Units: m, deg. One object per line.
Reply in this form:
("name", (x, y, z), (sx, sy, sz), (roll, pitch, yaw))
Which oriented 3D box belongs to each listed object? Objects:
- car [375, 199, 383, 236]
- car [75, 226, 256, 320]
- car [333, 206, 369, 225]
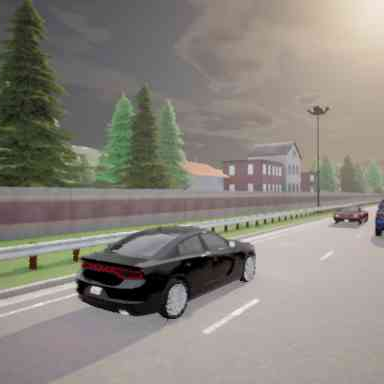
("car", (11.663, 1.342, 18.585), (2.150, 2.045, 5.566), (0, 0, 35))
("car", (-0.216, 1.527, 7.665), (1.882, 1.535, 5.008), (0, 0, 35))
("car", (12.387, 1.766, 25.738), (1.895, 1.301, 4.718), (0, 0, 35))
